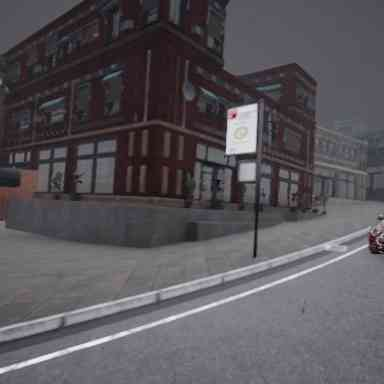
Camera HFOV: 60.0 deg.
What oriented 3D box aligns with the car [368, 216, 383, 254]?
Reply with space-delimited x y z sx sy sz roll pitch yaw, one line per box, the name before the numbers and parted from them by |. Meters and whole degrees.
car | 8.035 1.278 12.035 2.097 1.767 4.553 1 1 42
